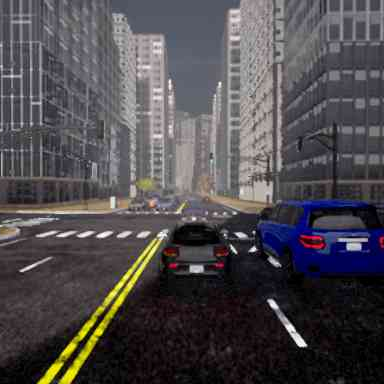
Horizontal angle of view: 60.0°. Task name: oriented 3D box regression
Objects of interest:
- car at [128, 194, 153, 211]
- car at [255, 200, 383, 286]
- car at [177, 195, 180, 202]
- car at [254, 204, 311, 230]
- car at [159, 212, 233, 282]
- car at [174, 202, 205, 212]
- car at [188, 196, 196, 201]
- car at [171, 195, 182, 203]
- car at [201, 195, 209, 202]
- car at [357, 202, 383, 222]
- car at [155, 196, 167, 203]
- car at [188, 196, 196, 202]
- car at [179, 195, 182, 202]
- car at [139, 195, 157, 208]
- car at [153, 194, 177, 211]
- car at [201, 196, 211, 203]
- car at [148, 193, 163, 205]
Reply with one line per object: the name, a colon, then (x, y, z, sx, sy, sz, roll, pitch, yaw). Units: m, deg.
car: (-6.614, 1.414, 41.835, 2.097, 1.767, 4.553, 0, 0, 1)
car: (3.352, 1.237, 9.603, 2.150, 2.045, 5.566, 0, 0, 0)
car: (-3.319, 1.620, 51.351, 2.033, 1.411, 5.357, 0, 0, 0)
car: (6.475, 1.667, 23.463, 1.837, 1.490, 4.892, -3, -2, 41)
car: (0.102, 1.542, 9.671, 1.812, 1.442, 4.674, 0, 0, 0)
car: (0.120, 1.663, 22.510, 2.033, 1.411, 5.357, 1, 1, 0)
car: (0.025, 1.651, 84.697, 1.994, 1.385, 4.181, 0, 0, 0)
car: (-3.230, 1.446, 71.376, 2.097, 1.767, 4.553, 0, 0, 0)
car: (3.275, 1.622, 83.999, 1.812, 1.442, 4.674, 0, 0, 0)
car: (16.925, 1.673, 28.139, 4.902, 1.511, 2.128, 1, 1, 1)
car: (-6.480, 1.630, 70.482, 2.033, 1.411, 5.357, 0, 0, 0)
car: (0.022, 1.633, 74.800, 2.033, 1.411, 5.357, 0, 0, 0)
car: (-3.251, 1.646, 61.318, 1.994, 1.385, 4.181, 0, 0, 1)
car: (-6.570, 1.423, 50.474, 2.097, 1.767, 4.553, 0, 0, 0)
car: (-3.333, 1.414, 41.879, 2.097, 1.767, 4.553, 0, 0, 0)
car: (3.272, 1.570, 73.982, 1.882, 1.535, 5.008, 0, 0, 0)
car: (-6.513, 1.302, 60.002, 2.150, 2.045, 5.566, 0, 0, 1)
